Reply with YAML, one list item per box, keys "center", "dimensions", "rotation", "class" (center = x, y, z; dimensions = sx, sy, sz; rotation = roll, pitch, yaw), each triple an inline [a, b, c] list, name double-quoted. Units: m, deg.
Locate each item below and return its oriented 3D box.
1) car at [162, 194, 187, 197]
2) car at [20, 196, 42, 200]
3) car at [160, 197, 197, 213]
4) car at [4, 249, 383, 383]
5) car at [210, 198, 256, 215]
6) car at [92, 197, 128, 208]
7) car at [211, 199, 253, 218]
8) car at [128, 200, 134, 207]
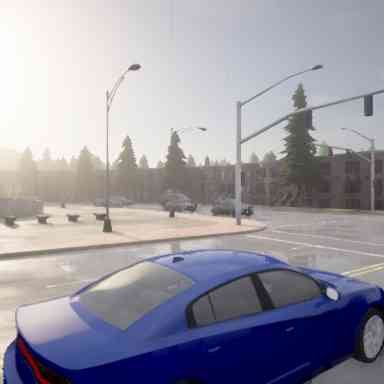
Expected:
- center: [-1.841, 1.221, 43.309]
  dimensions: [2.150, 2.045, 5.566]
  rotation: [0, 0, -44]
  class: "car"
- center: [-29.923, 1.505, 60.651]
  dimensions: [4.892, 1.490, 1.837]
  rotation: [0, 0, 5]
  class: "car"
- center: [-1.404, 1.564, 37.361]
  dimensions: [1.994, 1.385, 4.181]
  rotation: [0, 0, -38]
  class: "car"
- center: [0.523, 1.478, 4.167]
  dimensions: [5.008, 1.535, 1.882]
  rotation: [0, 0, -35]
  class: "car"
- center: [4.307, 1.478, 35.629]
  dimensions: [1.882, 1.535, 5.008]
  rotation: [0, 0, -37]
  class: "car"
- center: [-11.968, 1.489, 47.314]
  dimensions: [4.902, 1.511, 2.128]
  rotation: [0, 0, 32]
  class: "car"
- center: [3.640, 1.564, 30.635]
  dimensions: [1.994, 1.385, 4.181]
  rotation: [0, 0, -36]
  class: "car"
- center: [-11.140, 1.478, 50.854]
  dimensions: [5.008, 1.535, 1.882]
  rotation: [0, 0, 31]
  class: "car"
